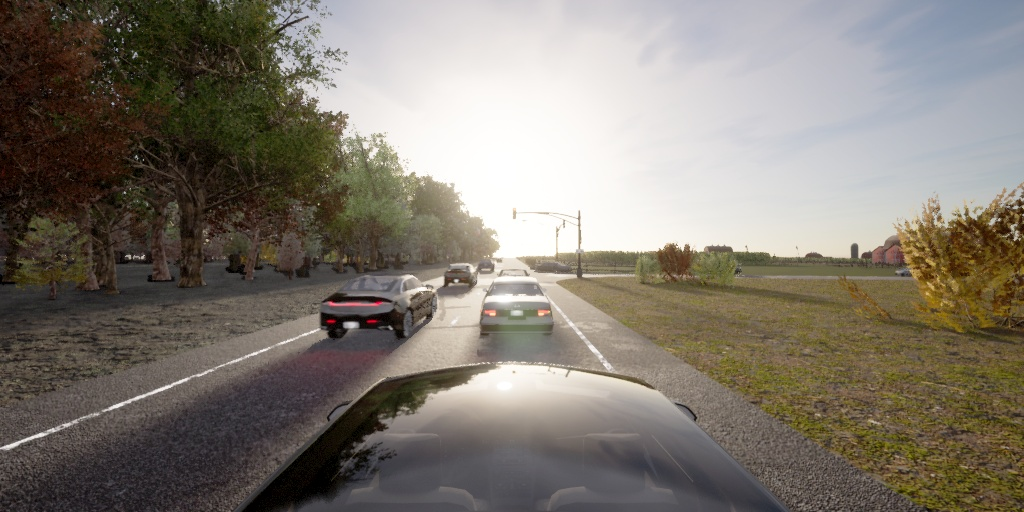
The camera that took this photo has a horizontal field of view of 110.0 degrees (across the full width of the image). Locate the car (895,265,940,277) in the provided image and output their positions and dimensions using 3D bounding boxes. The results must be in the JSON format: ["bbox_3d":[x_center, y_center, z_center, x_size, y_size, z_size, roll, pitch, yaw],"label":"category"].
[{"bbox_3d":[48.389,1.828,42.481,4.902,1.511,2.128,1,-1,1],"label":"car"}]

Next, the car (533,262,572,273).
[{"bbox_3d":[4.928,1.422,45.592,5.357,1.411,2.033,2,0,34],"label":"car"}]

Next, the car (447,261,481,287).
[{"bbox_3d":[-3.422,1.260,24.483,1.837,1.490,4.892,0,0,0],"label":"car"}]

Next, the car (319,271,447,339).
[{"bbox_3d":[-3.409,1.244,10.018,2.128,1.511,4.902,0,0,0],"label":"car"}]

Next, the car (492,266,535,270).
[{"bbox_3d":[0.081,1.355,20.034,1.895,1.301,4.718,0,0,0],"label":"car"}]

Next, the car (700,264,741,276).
[{"bbox_3d":[24.570,1.602,42.619,4.674,1.442,1.812,1,-1,0],"label":"car"}]

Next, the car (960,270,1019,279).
[{"bbox_3d":[51.384,1.910,38.888,4.718,1.301,1.895,1,-1,1],"label":"car"}]

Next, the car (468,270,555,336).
[{"bbox_3d":[0.087,1.300,10.384,2.033,1.411,5.357,0,0,0],"label":"car"}]

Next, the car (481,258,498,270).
[{"bbox_3d":[-3.444,1.107,49.268,2.097,1.767,4.553,0,0,0],"label":"car"}]
